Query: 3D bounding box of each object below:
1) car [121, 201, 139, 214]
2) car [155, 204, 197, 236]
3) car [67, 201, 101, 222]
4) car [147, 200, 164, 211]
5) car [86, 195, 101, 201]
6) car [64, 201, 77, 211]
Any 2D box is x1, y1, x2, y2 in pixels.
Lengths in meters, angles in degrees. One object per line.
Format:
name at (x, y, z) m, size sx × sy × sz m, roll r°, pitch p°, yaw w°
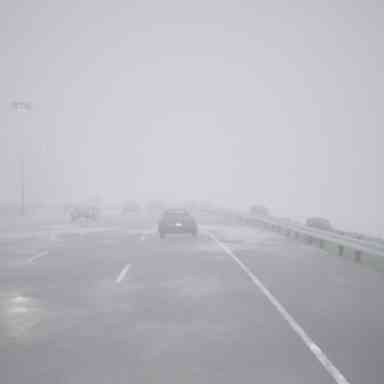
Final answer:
car at (-6.966, 1.678, 37.116) m, size 2.033 × 1.411 × 5.357 m, roll -1°, pitch 0°, yaw -14°
car at (-0.893, 1.597, 18.620) m, size 1.994 × 1.385 × 4.181 m, roll -1°, pitch 0°, yaw -6°
car at (-8.891, 1.745, 28.067) m, size 1.895 × 1.301 × 4.718 m, roll -1°, pitch 0°, yaw -10°
car at (-4.519, 1.706, 41.697) m, size 1.895 × 1.301 × 4.718 m, roll -1°, pitch 0°, yaw -14°
car at (-18.558, 1.526, 62.611) m, size 2.150 × 2.045 × 5.566 m, roll 0°, pitch 0°, yaw -23°
car at (-16.220, 1.858, 45.166) m, size 1.895 × 1.301 × 4.718 m, roll -1°, pitch 0°, yaw -16°
